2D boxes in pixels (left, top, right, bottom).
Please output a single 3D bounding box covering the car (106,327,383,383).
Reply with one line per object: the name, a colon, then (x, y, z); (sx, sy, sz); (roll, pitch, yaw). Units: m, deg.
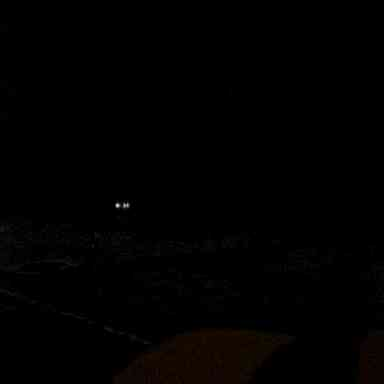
car: (1.439, 1.525, 2.056); (4.829, 1.417, 1.752); (0, 0, 36)
